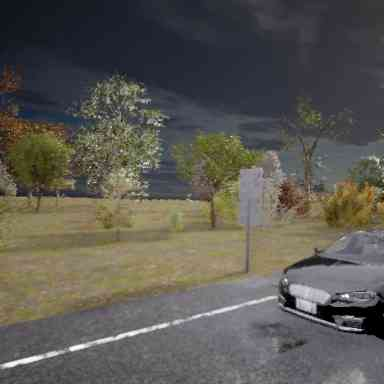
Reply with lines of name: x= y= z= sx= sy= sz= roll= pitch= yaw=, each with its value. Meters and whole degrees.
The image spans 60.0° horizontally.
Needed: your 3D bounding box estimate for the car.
car: x=3.806 y=1.572 z=6.700 sx=4.902 sy=1.511 sz=2.128 roll=1 pitch=-1 yaw=-35
